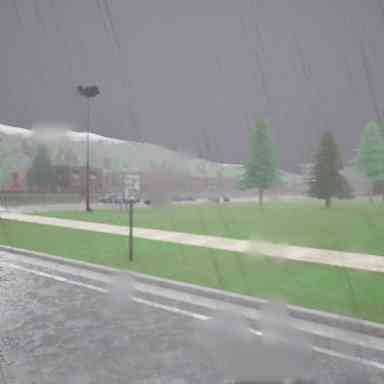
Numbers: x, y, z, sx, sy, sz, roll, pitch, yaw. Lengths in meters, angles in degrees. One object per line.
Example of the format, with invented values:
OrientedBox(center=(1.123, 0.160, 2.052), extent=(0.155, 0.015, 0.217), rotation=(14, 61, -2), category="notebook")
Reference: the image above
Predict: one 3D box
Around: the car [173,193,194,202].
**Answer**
OrientedBox(center=(-1.353, 1.250, 65.981), extent=(1.994, 1.385, 4.181), rotation=(1, 0, 35), category="car")

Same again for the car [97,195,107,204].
OrientedBox(center=(-13.358, 1.008, 54.970), extent=(2.097, 1.767, 4.553), rotation=(1, 0, 35), category="car")

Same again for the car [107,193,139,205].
OrientedBox(center=(-10.584, 1.162, 52.848), extent=(1.882, 1.535, 5.008), rotation=(1, 0, 35), category="car")

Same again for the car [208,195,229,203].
OrientedBox(center=(5.144, 1.288, 63.047), extent=(2.033, 1.411, 5.357), rotation=(1, 0, 35), category="car")

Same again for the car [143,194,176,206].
OrientedBox(center=(-4.958, 1.341, 48.701), extent=(1.895, 1.301, 4.718), rotation=(1, 0, 35), category="car")
